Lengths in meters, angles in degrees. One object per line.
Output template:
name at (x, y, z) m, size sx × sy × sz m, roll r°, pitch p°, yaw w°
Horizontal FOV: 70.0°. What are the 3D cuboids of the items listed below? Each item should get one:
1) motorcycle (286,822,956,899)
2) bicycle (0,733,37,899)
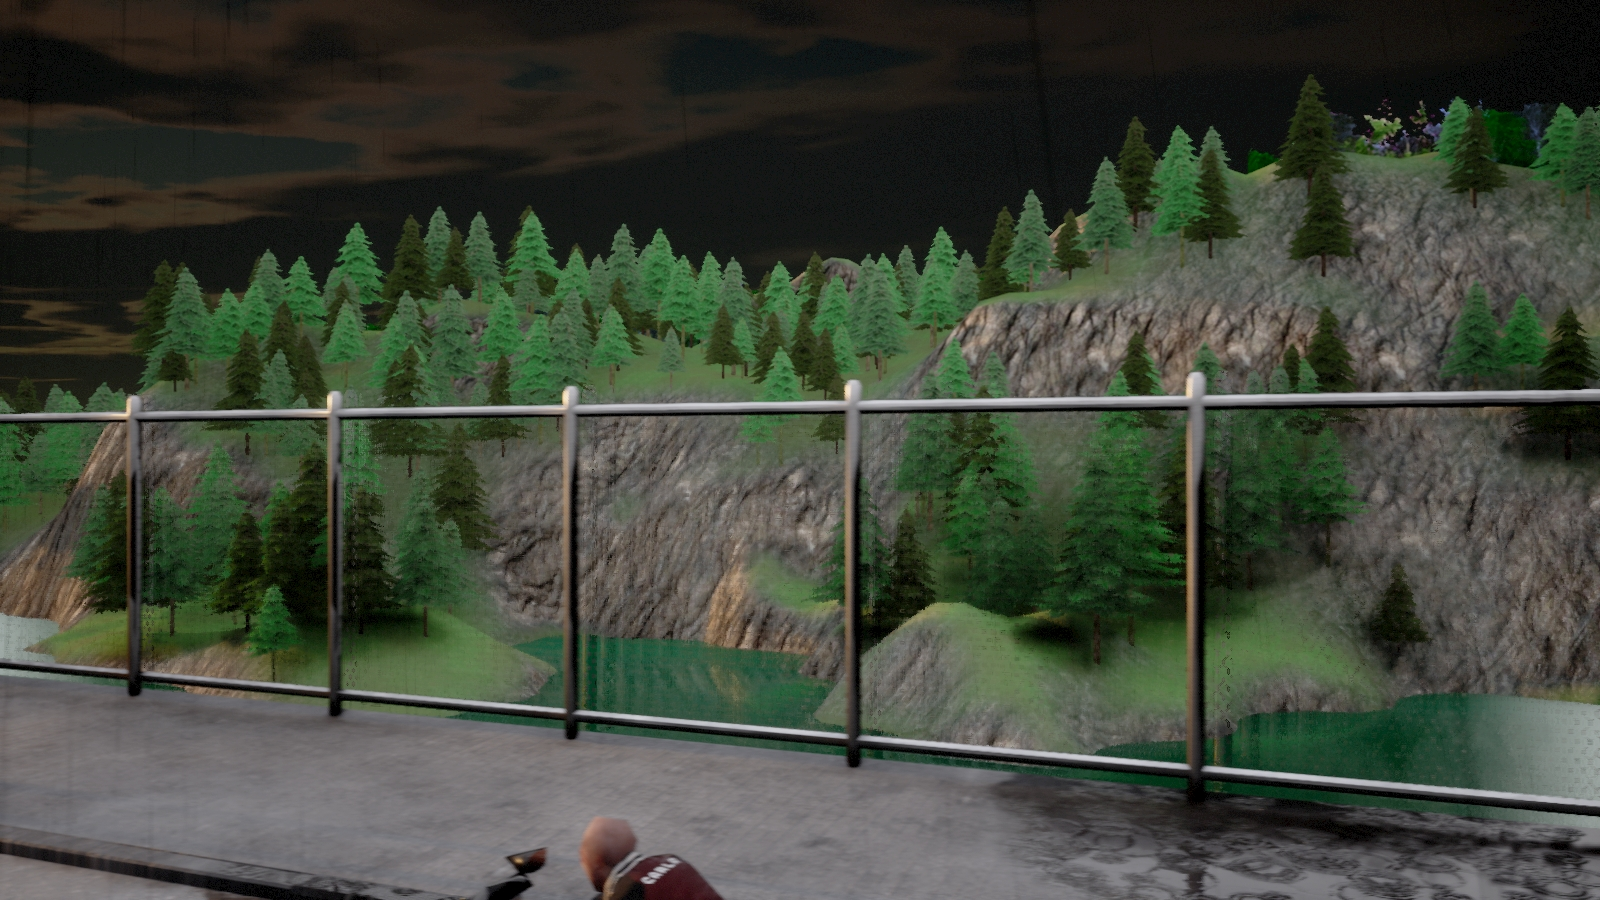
motorcycle at (-0.629, 2.205, 4.061) m, size 2.209 × 1.251 × 0.867 m, roll 0°, pitch 0°, yaw 20°
bicycle at (-4.439, 2.061, 5.433) m, size 1.835 × 1.471 × 0.329 m, roll 0°, pitch 0°, yaw 20°
